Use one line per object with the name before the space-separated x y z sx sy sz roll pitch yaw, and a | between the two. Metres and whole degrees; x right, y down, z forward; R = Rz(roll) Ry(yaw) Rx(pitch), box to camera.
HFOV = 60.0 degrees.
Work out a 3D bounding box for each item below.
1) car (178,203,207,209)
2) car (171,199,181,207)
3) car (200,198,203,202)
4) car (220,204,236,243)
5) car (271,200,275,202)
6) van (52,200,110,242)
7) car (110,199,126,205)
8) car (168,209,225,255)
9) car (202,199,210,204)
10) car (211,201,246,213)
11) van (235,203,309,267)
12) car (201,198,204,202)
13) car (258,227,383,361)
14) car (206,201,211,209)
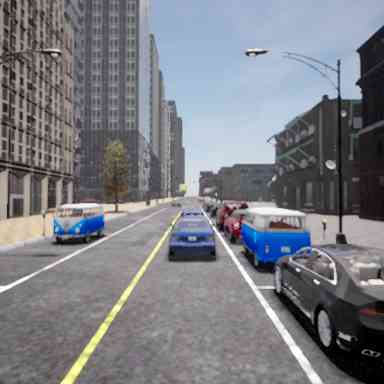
car | 0.026 1.877 29.117 1.895 1.301 4.718 0 0 0
car | -2.978 2.137 63.623 2.033 1.411 5.357 0 -1 1
car | 2.877 2.147 60.785 1.802 1.307 4.206 1 -1 0
car | 2.719 1.603 16.970 1.967 1.590 4.097 1 -1 0
car | 20.747 1.945 76.536 4.829 1.417 1.752 -1 -1 1
van | -5.660 1.504 16.975 1.690 1.788 3.998 1 -1 0
car | -17.361 2.368 76.929 4.206 1.307 1.802 -1 -1 1
car | 0.013 1.682 14.001 2.033 1.411 5.357 0 -1 0
car | 2.739 1.982 44.356 1.947 1.339 4.313 1 -1 0
car | 2.725 1.530 22.449 2.192 1.841 5.009 1 -1 0
van | 2.716 1.453 11.494 1.690 1.788 3.998 1 -1 0
car | 2.744 2.016 49.833 2.008 1.369 4.403 1 -1 0
car | 2.708 1.610 6.014 2.008 1.369 4.403 1 -1 0
car | 2.731 1.882 33.401 1.947 1.339 4.313 1 -1 0
